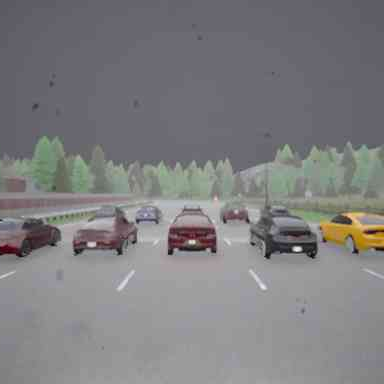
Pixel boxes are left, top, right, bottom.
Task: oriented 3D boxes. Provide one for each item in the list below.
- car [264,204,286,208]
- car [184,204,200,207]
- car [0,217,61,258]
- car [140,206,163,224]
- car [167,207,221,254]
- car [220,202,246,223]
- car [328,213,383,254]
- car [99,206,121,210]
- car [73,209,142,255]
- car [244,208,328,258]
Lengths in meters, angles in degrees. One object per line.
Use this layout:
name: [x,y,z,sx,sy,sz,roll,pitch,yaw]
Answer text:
car: [7.027,1.815,28.485,1.837,1.490,4.892,0,0,0]
car: [0.027,1.800,28.485,2.128,1.511,4.902,0,0,0]
car: [-6.976,1.711,13.500,1.994,1.385,4.181,0,-1,0]
car: [-3.484,1.845,27.497,2.033,1.411,5.357,0,-1,0]
car: [0.030,1.632,14.224,1.882,1.535,5.008,0,0,1]
car: [3.527,1.658,28.408,2.097,1.767,4.553,0,-1,0]
car: [7.030,1.632,14.222,1.882,1.535,5.008,0,0,1]
car: [-6.974,1.871,28.407,1.994,1.385,4.181,0,-1,1]
car: [-3.472,1.676,13.885,1.812,1.442,4.674,0,0,1]
car: [3.522,1.654,13.484,1.837,1.490,4.892,0,0,0]
